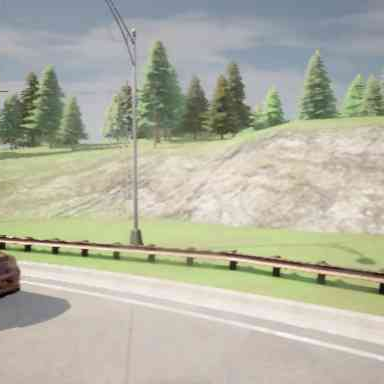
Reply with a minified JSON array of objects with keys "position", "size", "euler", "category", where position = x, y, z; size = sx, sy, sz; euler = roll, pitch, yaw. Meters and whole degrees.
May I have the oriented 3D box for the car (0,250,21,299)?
[{"position":[-5.486,1.481,6.613],"size":[4.674,1.442,1.812],"euler":[0,1,25],"category":"car"}]
